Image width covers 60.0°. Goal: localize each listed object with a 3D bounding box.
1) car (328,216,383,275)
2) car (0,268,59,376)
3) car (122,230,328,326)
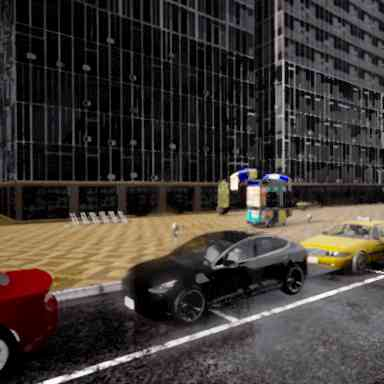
[{"bbox_3d":[5.163,1.464,10.238,4.829,1.417,1.752,0,0,-35],"label":"car"},{"bbox_3d":[-3.930,1.552,3.759,4.507,1.381,1.887,0,0,-35],"label":"car"},{"bbox_3d":[0.685,1.538,7.048,4.313,1.339,1.947,0,0,-35],"label":"car"}]
